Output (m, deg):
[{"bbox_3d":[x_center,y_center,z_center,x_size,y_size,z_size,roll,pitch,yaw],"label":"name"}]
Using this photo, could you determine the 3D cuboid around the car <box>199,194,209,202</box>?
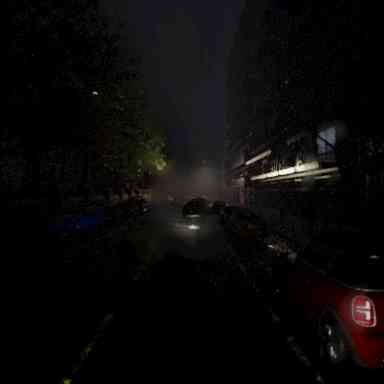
[{"bbox_3d":[2.721,1.395,78.931,2.192,1.841,5.009,0,0,0],"label":"car"}]

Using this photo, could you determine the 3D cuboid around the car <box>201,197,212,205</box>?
[{"bbox_3d":[2.715,1.595,62.041,1.887,1.381,4.507,0,0,0],"label":"car"}]

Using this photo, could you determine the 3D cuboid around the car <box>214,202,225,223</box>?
[{"bbox_3d":[2.699,1.591,22.629,1.802,1.307,4.206,0,0,0],"label":"car"}]

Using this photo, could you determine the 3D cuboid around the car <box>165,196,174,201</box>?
[{"bbox_3d":[-5.656,1.640,84.565,2.008,1.369,4.403,0,0,0],"label":"car"}]

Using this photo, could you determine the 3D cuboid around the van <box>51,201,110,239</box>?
[{"bbox_3d":[-5.683,1.346,17.000,1.690,1.788,3.998,0,0,0],"label":"van"}]

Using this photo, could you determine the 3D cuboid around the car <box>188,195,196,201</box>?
[{"bbox_3d":[0.036,1.430,86.271,1.882,1.535,5.008,0,0,0],"label":"car"}]

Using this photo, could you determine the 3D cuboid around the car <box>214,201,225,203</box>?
[{"bbox_3d":[2.704,1.583,33.891,1.947,1.339,4.313,0,0,0],"label":"car"}]

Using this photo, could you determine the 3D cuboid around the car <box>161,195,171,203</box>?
[{"bbox_3d":[-5.662,1.510,73.303,1.967,1.590,4.097,0,0,0],"label":"car"}]

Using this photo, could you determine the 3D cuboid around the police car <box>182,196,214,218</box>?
[{"bbox_3d":[0.456,1.440,30.949,1.930,1.638,5.238,0,0,12],"label":"police car"}]

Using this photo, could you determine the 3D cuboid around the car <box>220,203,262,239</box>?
[{"bbox_3d":[2.698,1.530,17.168,1.752,1.417,4.829,0,0,0],"label":"car"}]

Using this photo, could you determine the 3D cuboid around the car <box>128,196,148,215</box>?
[{"bbox_3d":[-5.676,1.332,33.894,2.192,1.841,5.009,0,0,0],"label":"car"}]

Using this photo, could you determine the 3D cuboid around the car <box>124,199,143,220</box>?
[{"bbox_3d":[-5.679,1.557,28.262,1.887,1.381,4.507,0,0,0],"label":"car"}]

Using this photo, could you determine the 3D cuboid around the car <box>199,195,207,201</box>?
[{"bbox_3d":[2.724,1.530,84.562,1.967,1.590,4.097,0,0,0],"label":"car"}]

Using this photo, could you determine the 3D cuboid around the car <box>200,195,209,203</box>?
[{"bbox_3d":[2.719,1.510,73.301,1.967,1.590,4.097,0,0,0],"label":"car"}]

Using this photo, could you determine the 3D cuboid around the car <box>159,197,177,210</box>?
[{"bbox_3d":[-3.072,1.627,43.974,1.895,1.301,4.718,0,0,0],"label":"car"}]

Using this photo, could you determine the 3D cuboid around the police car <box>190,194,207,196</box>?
[{"bbox_3d":[0.919,1.455,46.762,1.930,1.638,5.238,0,0,0],"label":"police car"}]

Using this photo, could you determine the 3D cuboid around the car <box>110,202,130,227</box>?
[{"bbox_3d":[-5.681,1.590,22.631,1.802,1.307,4.206,0,0,0],"label":"car"}]

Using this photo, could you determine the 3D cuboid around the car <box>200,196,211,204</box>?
[{"bbox_3d":[2.717,1.605,67.672,1.887,1.381,4.507,0,0,0],"label":"car"}]

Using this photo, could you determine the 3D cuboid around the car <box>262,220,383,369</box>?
[{"bbox_3d":[2.693,1.441,5.737,1.967,1.590,4.097,0,0,0],"label":"car"}]
